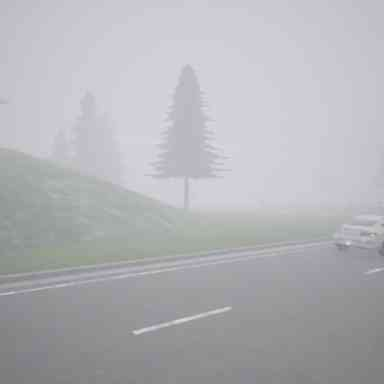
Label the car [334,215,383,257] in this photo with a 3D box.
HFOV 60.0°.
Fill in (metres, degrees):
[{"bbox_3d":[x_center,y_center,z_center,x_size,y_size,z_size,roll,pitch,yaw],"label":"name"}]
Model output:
[{"bbox_3d":[7.660,1.665,13.605,4.674,1.442,1.812,0,0,-35],"label":"car"}]
